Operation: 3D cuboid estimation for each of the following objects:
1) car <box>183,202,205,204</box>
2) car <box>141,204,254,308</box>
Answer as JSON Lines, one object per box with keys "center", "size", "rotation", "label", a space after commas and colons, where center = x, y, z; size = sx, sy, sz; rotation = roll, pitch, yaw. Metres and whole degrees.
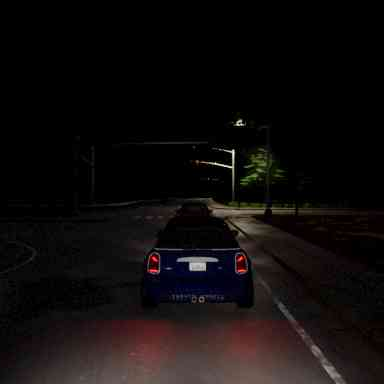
{"center": [0.106, 1.338, 18.181], "size": [2.097, 1.767, 4.553], "rotation": [0, 0, 0], "label": "car"}
{"center": [0.101, 1.347, 8.060], "size": [2.097, 1.767, 4.553], "rotation": [0, 0, 0], "label": "car"}
